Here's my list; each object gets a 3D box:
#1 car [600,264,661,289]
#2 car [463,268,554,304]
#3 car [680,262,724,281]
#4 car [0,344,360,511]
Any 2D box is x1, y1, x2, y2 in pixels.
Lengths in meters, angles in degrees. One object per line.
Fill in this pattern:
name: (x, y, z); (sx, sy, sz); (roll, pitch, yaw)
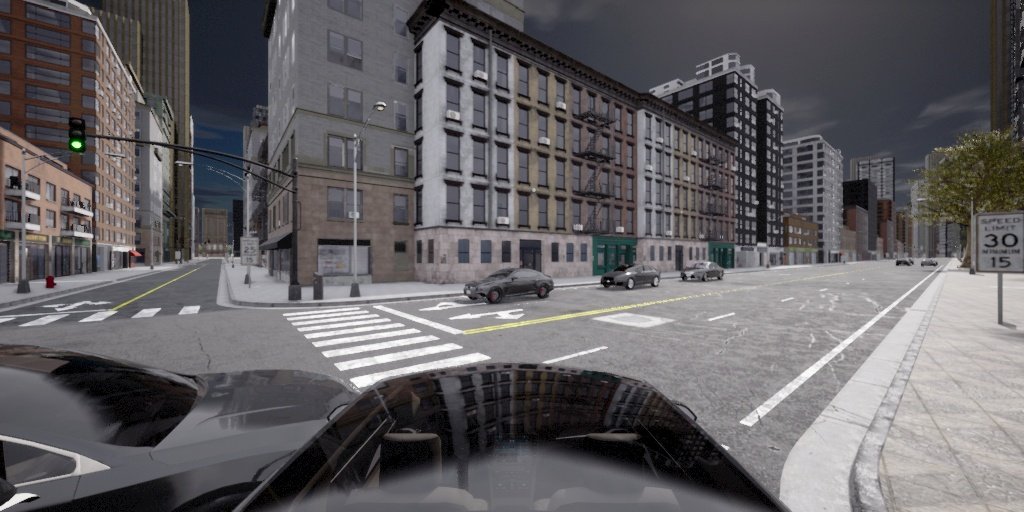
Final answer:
car: (7.652, 1.254, 22.972); (4.892, 1.490, 1.837); (0, 0, -39)
car: (-0.039, 1.284, 16.747); (4.674, 1.442, 1.812); (0, 0, -39)
car: (15.662, 1.230, 29.443); (4.902, 1.511, 2.128); (0, 0, -39)
car: (-3.222, 1.257, 1.776); (4.892, 1.490, 1.837); (0, 0, -35)
